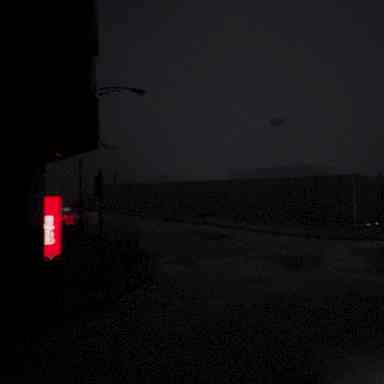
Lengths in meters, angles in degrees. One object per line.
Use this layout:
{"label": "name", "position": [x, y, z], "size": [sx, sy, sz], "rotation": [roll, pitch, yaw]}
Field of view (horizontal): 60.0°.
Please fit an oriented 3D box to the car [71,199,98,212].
{"label": "car", "position": [-12.174, 1.481, 37.536], "size": [2.128, 1.511, 4.902], "rotation": [0, 0, -36]}
